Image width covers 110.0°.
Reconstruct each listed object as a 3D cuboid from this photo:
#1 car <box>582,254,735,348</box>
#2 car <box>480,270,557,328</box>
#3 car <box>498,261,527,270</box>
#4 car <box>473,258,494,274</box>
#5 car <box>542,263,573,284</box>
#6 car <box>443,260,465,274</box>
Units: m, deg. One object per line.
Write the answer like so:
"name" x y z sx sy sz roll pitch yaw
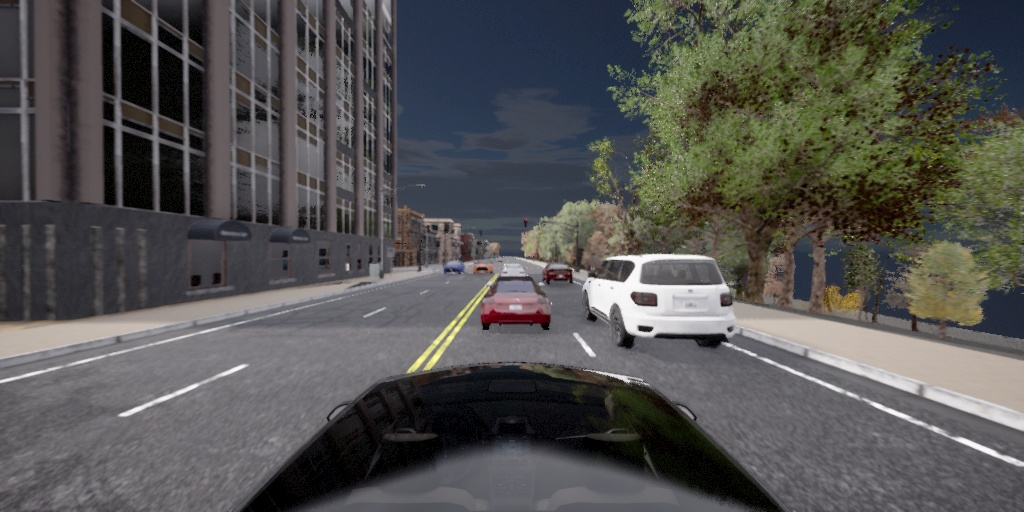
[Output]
"car" 3.352 0.977 9.385 2.150 2.045 5.566 0 0 0
"car" 0.102 1.317 11.363 1.994 1.385 4.181 0 0 0
"car" 0.104 1.285 26.675 1.812 1.442 4.674 0 0 0
"car" -3.245 1.116 41.072 2.097 1.767 4.553 0 0 0
"car" 3.354 1.237 27.042 1.882 1.535 5.008 0 0 0
"car" -6.498 1.247 40.809 1.882 1.535 5.008 0 0 0
